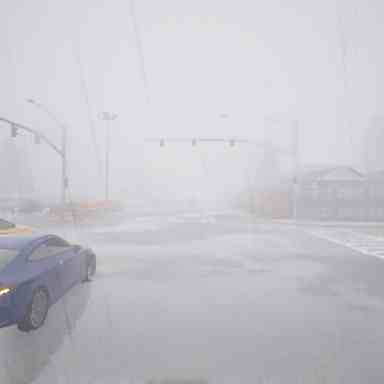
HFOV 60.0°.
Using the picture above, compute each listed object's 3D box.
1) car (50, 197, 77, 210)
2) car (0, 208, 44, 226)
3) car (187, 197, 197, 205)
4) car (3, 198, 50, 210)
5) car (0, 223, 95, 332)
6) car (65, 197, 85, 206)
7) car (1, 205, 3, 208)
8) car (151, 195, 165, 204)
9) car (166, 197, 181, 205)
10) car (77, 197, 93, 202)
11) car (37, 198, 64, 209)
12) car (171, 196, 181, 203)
[{"bbox_3d":[-17.555,1.626,44.685,1.812,1.442,4.674,0,0,0],"label":"car"},{"bbox_3d":[-6.898,1.502,10.758,1.882,1.535,5.008,0,0,0],"label":"car"},{"bbox_3d":[0.011,1.650,64.195,1.837,1.490,4.892,0,0,0],"label":"car"},{"bbox_3d":[-17.610,1.572,35.667,2.128,1.511,4.902,0,0,-1],"label":"car"},{"bbox_3d":[-3.400,1.541,6.728,1.812,1.442,4.674,0,0,0],"label":"car"},{"bbox_3d":[-20.993,1.612,59.808,1.882,1.535,5.008,0,0,0],"label":"car"},{"bbox_3d":[-21.079,1.616,40.252,1.812,1.442,4.674,0,0,0],"label":"car"},{"bbox_3d":[-6.992,1.695,65.271,2.033,1.411,5.357,0,0,0],"label":"car"},{"bbox_3d":[-3.491,1.709,64.410,1.994,1.385,4.181,0,0,0],"label":"car"},{"bbox_3d":[-17.493,1.687,54.473,1.994,1.385,4.181,0,0,0],"label":"car"},{"bbox_3d":[-21.028,1.616,49.536,1.837,1.490,4.892,0,0,1],"label":"car"},{"bbox_3d":[-3.491,1.708,74.198,2.033,1.411,5.357,0,0,0],"label":"car"}]
